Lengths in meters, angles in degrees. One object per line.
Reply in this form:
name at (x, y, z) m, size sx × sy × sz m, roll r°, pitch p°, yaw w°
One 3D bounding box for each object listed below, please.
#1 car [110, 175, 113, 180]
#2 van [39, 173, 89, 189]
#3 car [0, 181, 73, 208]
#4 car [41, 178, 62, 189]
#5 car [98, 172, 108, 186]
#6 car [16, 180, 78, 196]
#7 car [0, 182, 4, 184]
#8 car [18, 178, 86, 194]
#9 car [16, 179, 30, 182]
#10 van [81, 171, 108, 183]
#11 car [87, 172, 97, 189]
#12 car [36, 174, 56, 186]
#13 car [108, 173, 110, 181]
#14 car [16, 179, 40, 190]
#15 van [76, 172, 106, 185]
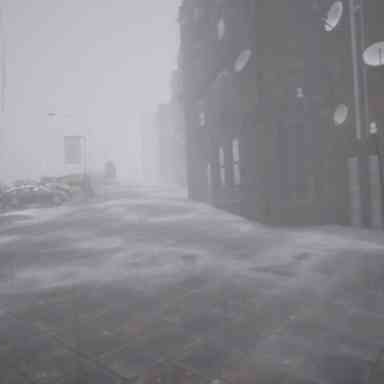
car at (-18.434, -2.799, 65.193) m, size 5.366 × 1.575 × 1.946 m, roll -4°, pitch 5°, yaw -29°
van at (-13.683, -0.667, 35.155) m, size 4.442 × 1.987 × 1.878 m, roll -4°, pitch 5°, yaw -29°
car at (-12.344, 0.271, 26.122) m, size 4.892 × 1.521 × 2.231 m, roll -4°, pitch 5°, yaw -29°
car at (-21.333, -1.398, 50.639) m, size 1.994 × 1.385 × 4.181 m, roll -3°, pitch 5°, yaw -9°
car at (-16.170, -1.862, 50.102) m, size 5.566 × 2.045 × 2.435 m, roll -4°, pitch 5°, yaw -29°
car at (-12.814, 0.075, 29.121) m, size 4.674 × 1.452 × 2.002 m, roll -4°, pitch 6°, yaw -29°
car at (-22.530, -0.405, 38.270) m, size 1.882 × 1.535 × 5.008 m, roll -3°, pitch 5°, yaw -9°
car at (-13.459, -0.192, 32.025) m, size 5.366 × 1.575 × 1.946 m, roll -4°, pitch 6°, yaw -29°
car at (-19.409, -0.721, 39.239) m, size 2.097 × 1.767 × 4.553 m, roll -3°, pitch 5°, yaw -9°
van at (-18.218, -2.768, 62.020) m, size 4.442 × 1.987 × 1.878 m, roll -4°, pitch 6°, yaw -29°
car at (-14.288, -0.918, 38.074) m, size 5.566 × 2.045 × 2.435 m, roll -4°, pitch 6°, yaw -29°
car at (-26.068, -2.197, 59.586) m, size 2.097 × 1.767 × 4.553 m, roll -3°, pitch 5°, yaw -9°
car at (-17.664, -2.439, 59.079) m, size 4.553 × 1.767 × 2.185 m, roll -4°, pitch 5°, yaw -29°
car at (-24.478, -1.178, 49.759) m, size 1.895 × 1.301 × 4.718 m, roll -3°, pitch 5°, yaw -9°
van at (-17.056, -2.312, 56.144) m, size 4.442 × 1.987 × 1.878 m, roll -4°, pitch 5°, yaw -29°
